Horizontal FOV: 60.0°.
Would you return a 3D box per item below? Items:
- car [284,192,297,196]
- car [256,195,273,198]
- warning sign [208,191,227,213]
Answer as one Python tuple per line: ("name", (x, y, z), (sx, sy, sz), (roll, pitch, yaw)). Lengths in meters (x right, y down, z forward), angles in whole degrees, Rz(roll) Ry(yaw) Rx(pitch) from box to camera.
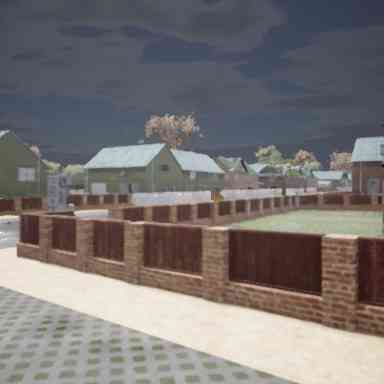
("car", (15.460, 0.749, 51.984), (1.812, 1.442, 4.674), (2, 2, 35))
("car", (9.864, 1.000, 43.990), (1.895, 1.301, 4.718), (2, 2, 36))
("warning sign", (2.228, 0.867, 28.944), (1.300, 1.860, 1.060), (0, 0, 35))
